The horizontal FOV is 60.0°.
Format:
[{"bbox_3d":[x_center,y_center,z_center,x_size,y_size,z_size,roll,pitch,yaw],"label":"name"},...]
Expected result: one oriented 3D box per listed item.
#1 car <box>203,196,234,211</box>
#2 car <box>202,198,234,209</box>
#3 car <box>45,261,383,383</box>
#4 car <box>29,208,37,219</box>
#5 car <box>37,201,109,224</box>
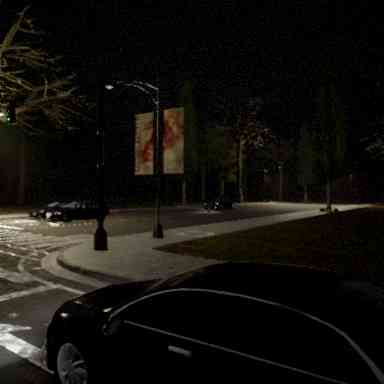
[{"bbox_3d":[3.324,1.413,41.266,2.097,1.767,4.553,1,0,35],"label":"car"},{"bbox_3d":[3.756,1.621,47.518,2.033,1.411,5.357,1,0,35],"label":"car"},{"bbox_3d":[0.443,1.496,3.362,4.892,1.490,1.837,0,0,36],"label":"car"},{"bbox_3d":[-10.794,1.491,26.838,1.994,1.385,4.181,1,0,36],"label":"car"},{"bbox_3d":[-8.387,1.442,24.595,2.128,1.511,4.902,1,0,35],"label":"car"}]
